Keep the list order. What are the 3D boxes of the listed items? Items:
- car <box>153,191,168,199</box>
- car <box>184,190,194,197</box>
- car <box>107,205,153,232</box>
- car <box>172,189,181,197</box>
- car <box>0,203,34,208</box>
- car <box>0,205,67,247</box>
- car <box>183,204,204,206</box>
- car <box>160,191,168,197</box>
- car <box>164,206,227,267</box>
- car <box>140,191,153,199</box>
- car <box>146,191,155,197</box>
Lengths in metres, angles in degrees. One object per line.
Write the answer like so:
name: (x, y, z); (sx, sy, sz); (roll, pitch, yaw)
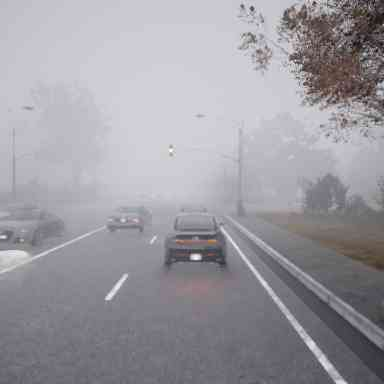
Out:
car: (-7.047, 0.796, 74.612); (1.994, 1.385, 4.181); (0, 1, -1)
car: (-0.500, 0.555, 89.210); (1.994, 1.385, 4.181); (0, 1, -4)
car: (-3.396, 1.418, 18.917); (2.033, 1.411, 5.357); (0, 1, 0)
car: (-3.975, 0.537, 88.680); (2.128, 1.511, 4.902); (0, 1, -4)
car: (-10.537, 1.406, 20.074); (2.033, 1.411, 5.357); (0, 1, 1)
car: (-7.076, 1.482, 14.467); (1.994, 1.385, 4.181); (0, 1, 0)
car: (0.114, 1.443, 21.604); (1.895, 1.301, 4.718); (0, 1, 0)
car: (-7.566, 0.508, 90.181); (2.128, 1.511, 4.902); (0, 1, -3)
car: (0.103, 1.454, 11.269); (1.837, 1.490, 4.892); (0, 1, 0)
car: (-10.546, 0.841, 74.370); (1.895, 1.301, 4.718); (0, 1, -1)
car: (-11.058, 0.526, 89.945); (2.033, 1.411, 5.357); (0, 1, -3)
